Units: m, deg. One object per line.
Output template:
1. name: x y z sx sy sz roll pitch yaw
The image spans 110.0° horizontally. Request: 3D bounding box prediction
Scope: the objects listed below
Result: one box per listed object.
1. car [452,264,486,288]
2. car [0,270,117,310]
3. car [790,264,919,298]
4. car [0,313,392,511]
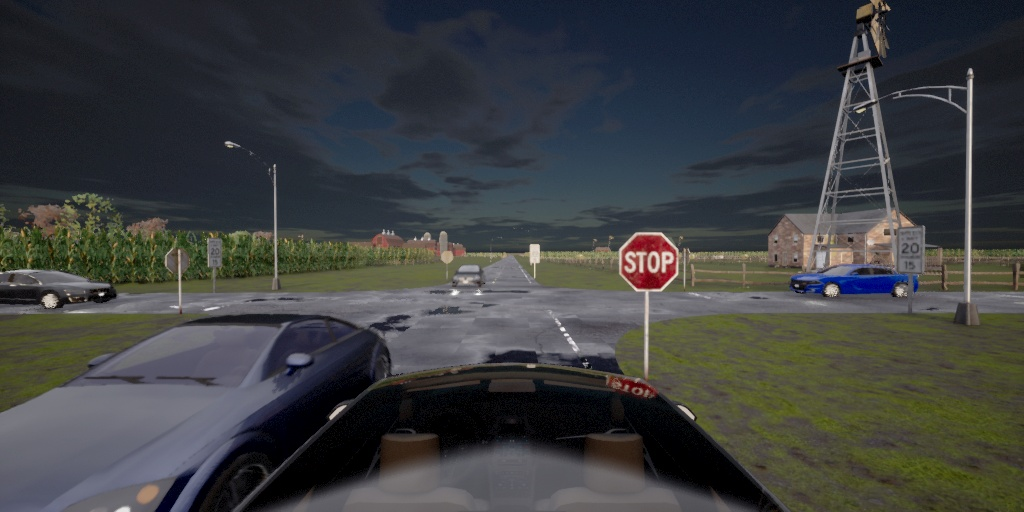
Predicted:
1. car: -2.749 1.273 23.597 1.812 1.442 4.674 0 0 0
2. car: -19.274 1.332 14.714 4.892 1.490 1.837 0 1 0
3. car: 16.113 1.141 17.071 5.008 1.535 1.882 0 1 2
4. car: -2.751 1.315 3.579 1.994 1.385 4.181 0 0 0
